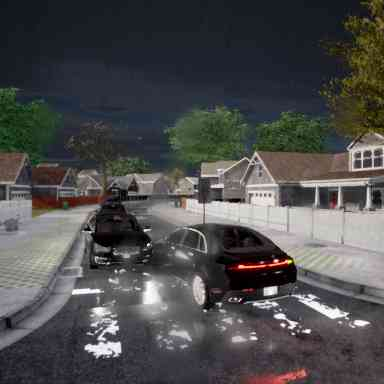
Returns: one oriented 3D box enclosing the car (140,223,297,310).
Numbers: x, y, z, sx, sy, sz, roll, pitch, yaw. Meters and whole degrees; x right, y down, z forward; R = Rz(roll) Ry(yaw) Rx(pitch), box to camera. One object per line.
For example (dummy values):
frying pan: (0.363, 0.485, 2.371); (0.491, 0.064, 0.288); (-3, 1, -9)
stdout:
car: (0.381, 1.506, 8.016); (1.837, 1.490, 4.892); (0, -1, -24)

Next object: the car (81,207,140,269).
car: (-2.653, 1.492, 11.392); (1.837, 1.490, 4.892); (1, 0, -21)

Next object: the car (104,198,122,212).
car: (-9.554, 1.521, 40.448); (1.812, 1.442, 4.674); (0, 0, -9)

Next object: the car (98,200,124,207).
car: (-4.919, 1.499, 20.735); (1.837, 1.490, 4.892); (0, 0, -15)

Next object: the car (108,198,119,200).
car: (-7.426, 1.485, 30.433); (2.128, 1.511, 4.902); (0, 0, -14)
